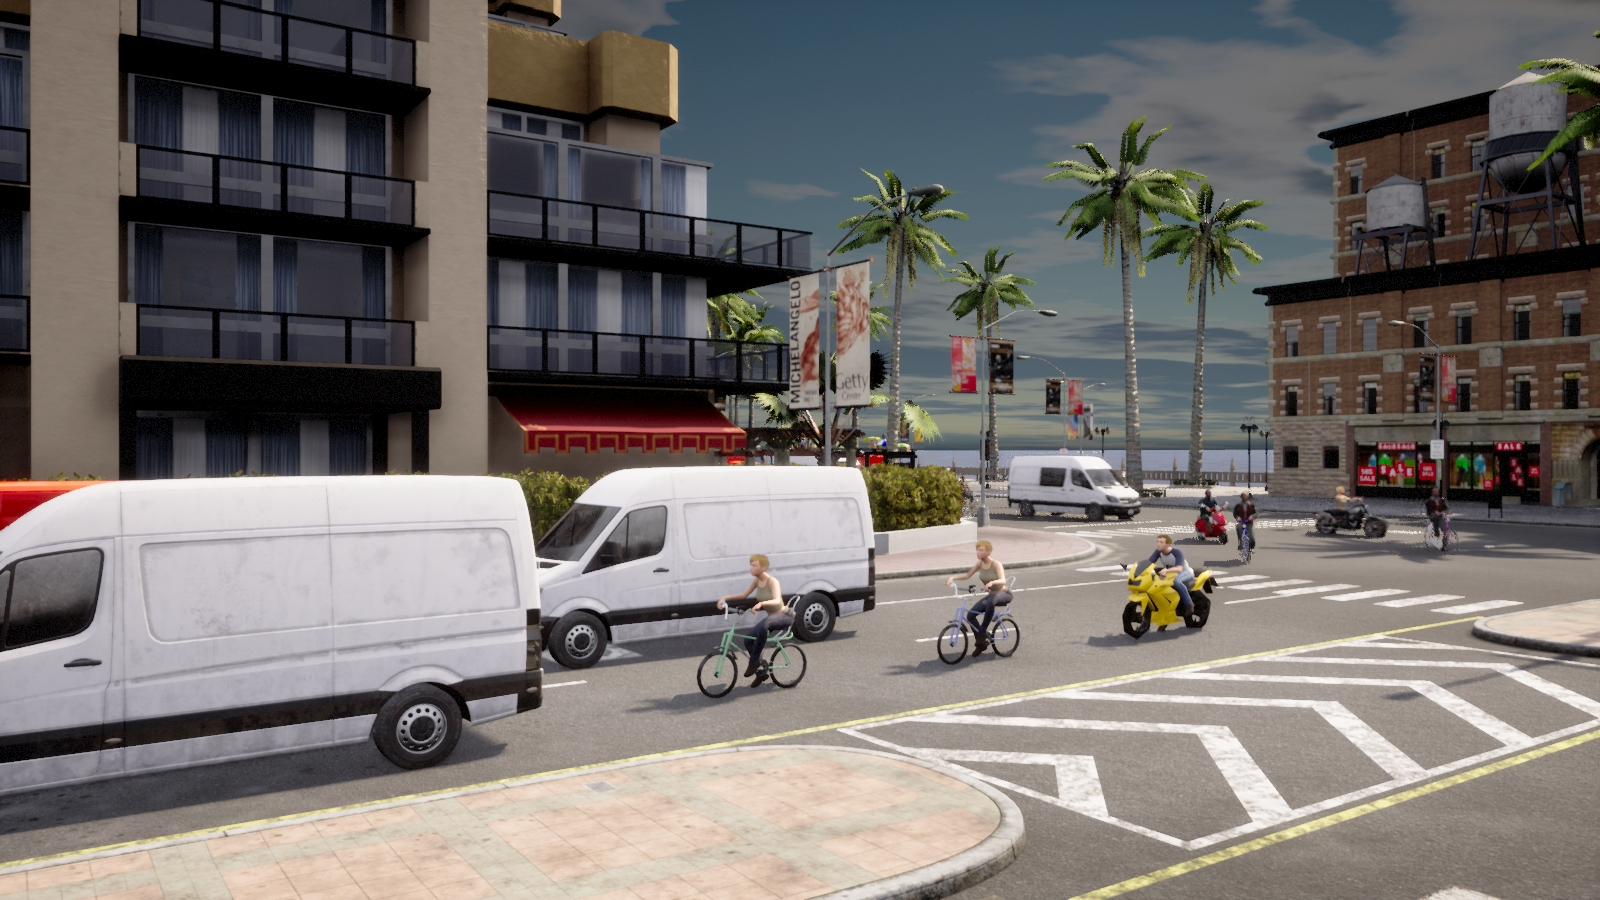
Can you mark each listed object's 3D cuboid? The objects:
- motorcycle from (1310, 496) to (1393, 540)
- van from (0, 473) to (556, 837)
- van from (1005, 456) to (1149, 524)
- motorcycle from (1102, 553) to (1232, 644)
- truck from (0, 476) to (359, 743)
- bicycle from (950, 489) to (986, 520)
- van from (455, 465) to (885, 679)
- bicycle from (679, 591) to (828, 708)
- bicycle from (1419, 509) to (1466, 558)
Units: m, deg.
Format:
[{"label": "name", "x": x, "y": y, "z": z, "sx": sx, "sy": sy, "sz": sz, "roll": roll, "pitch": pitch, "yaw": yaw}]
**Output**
[{"label": "motorcycle", "x": 17.775, "y": 2.169, "z": 36.872, "sx": 0.764, "sy": 1.277, "sz": 2.356, "roll": 0, "pitch": 0, "yaw": -34}, {"label": "van", "x": -5.288, "y": 1.534, "z": 9.874, "sx": 5.915, "sy": 2.561, "sz": 1.988, "roll": 0, "pitch": 0, "yaw": -34}, {"label": "van", "x": 11.195, "y": 1.533, "z": 46.705, "sx": 1.988, "sy": 2.561, "sz": 5.915, "roll": 0, "pitch": 0, "yaw": -34}, {"label": "motorcycle", "x": 5.572, "y": 2.212, "z": 17.294, "sx": 2.033, "sy": 1.145, "sz": 0.803, "roll": 0, "pitch": 0, "yaw": -34}, {"label": "truck", "x": -7.827, "y": 1.568, "z": 12.387, "sx": 5.204, "sy": 2.467, "sz": 2.627, "roll": 0, "pitch": 0, "yaw": -35}, {"label": "bicycle", "x": 6.871, "y": 2.209, "z": 46.807, "sx": 0.329, "sy": 1.171, "sz": 1.835, "roll": 0, "pitch": 0, "yaw": -33}, {"label": "van", "x": -1.725, "y": 1.534, "z": 16.503, "sx": 5.915, "sy": 2.561, "sz": 1.988, "roll": 0, "pitch": 0, "yaw": -34}, {"label": "bicycle", "x": -0.533, "y": 2.256, "z": 13.140, "sx": 1.487, "sy": 1.080, "sz": 0.859, "roll": 0, "pitch": 0, "yaw": -35}, {"label": "bicycle", "x": 17.127, "y": 2.209, "z": 30.488, "sx": 0.329, "sy": 1.171, "sz": 1.835, "roll": -1, "pitch": 0, "yaw": 4}]
